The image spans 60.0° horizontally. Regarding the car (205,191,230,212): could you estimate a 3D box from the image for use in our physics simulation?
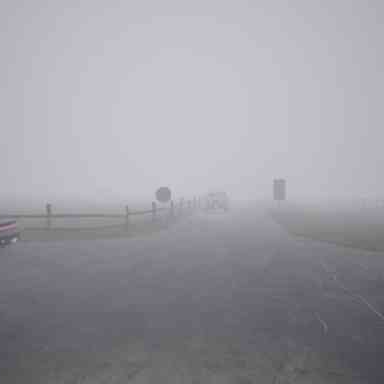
[{"bbox_3d":[2.555,0.890,33.166,2.150,2.045,5.566,0,1,8],"label":"car"}]

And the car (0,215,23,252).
[{"bbox_3d":[-7.822,1.236,10.122,4.902,1.511,2.128,1,3,0],"label":"car"}]
